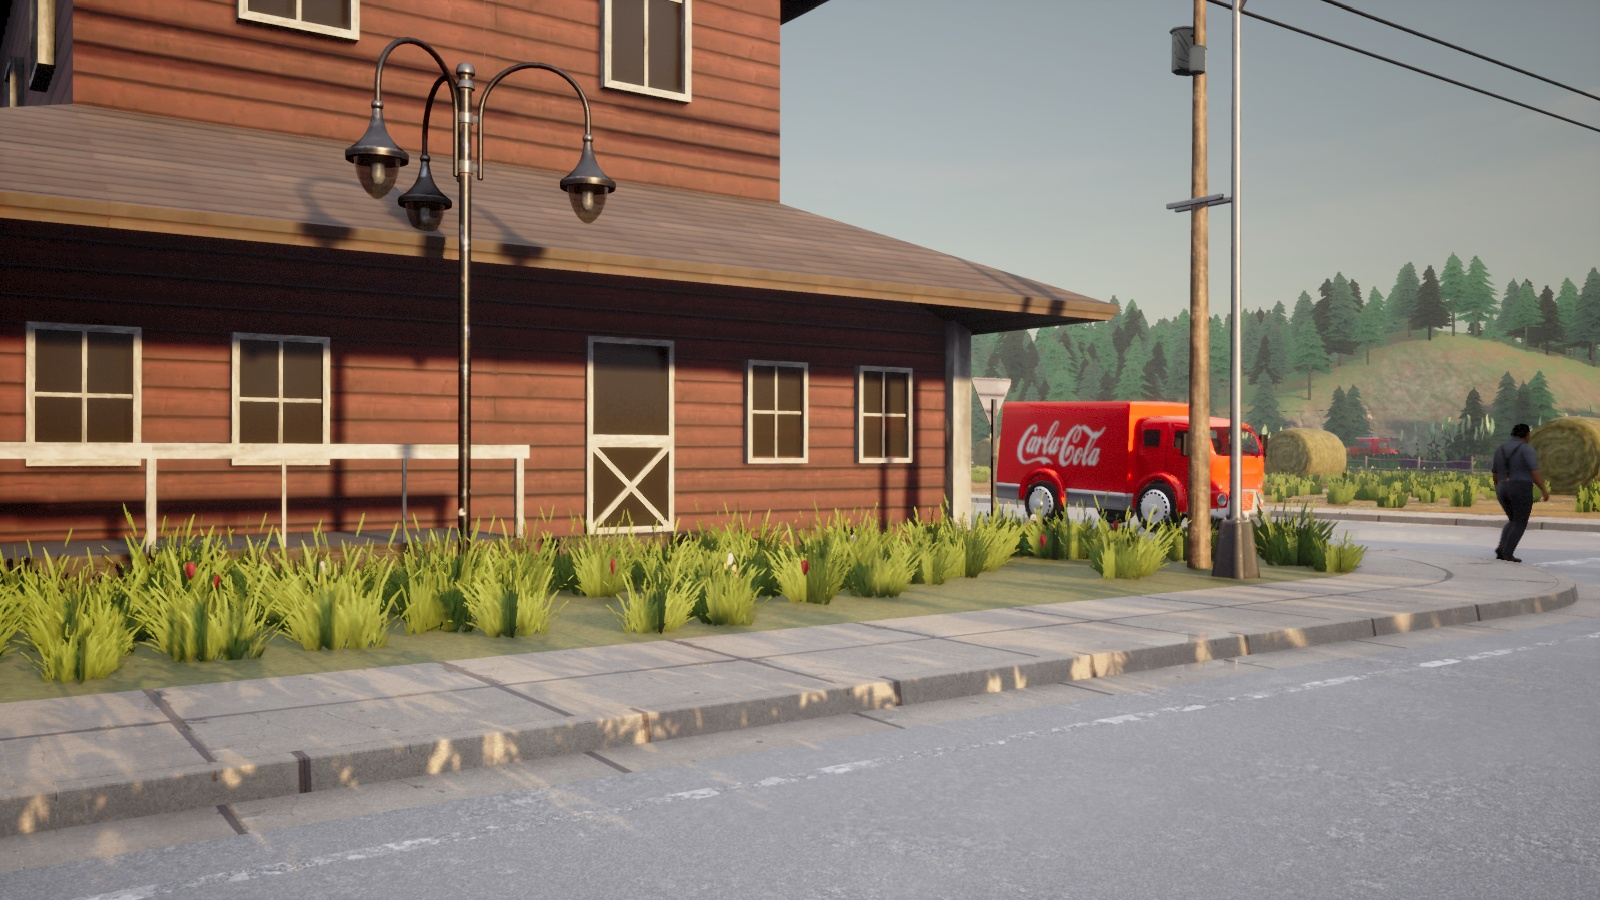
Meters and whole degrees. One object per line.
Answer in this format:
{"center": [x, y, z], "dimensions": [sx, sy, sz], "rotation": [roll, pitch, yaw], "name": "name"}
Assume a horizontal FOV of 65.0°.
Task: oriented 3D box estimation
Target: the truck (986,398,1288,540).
{"center": [6.482, 0.249, 24.786], "dimensions": [2.627, 2.467, 5.204], "rotation": [0, 2, -36], "name": "truck"}

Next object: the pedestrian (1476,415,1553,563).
{"center": [9.106, 0.486, 16.003], "dimensions": [0.694, 1.848, 0.540], "rotation": [0, 0, -23], "name": "pedestrian"}
